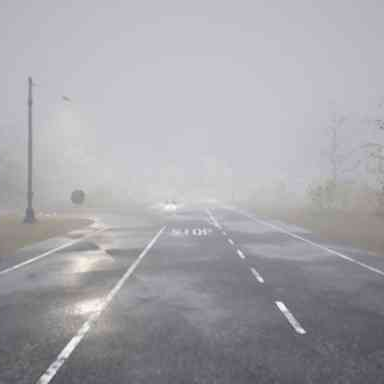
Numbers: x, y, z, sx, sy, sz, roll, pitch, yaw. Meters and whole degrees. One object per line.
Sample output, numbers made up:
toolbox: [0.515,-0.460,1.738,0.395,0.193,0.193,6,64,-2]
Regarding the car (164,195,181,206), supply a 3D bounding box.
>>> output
car: [-3.434,1.421,54.398,2.128,1.511,4.902,0,0,0]
